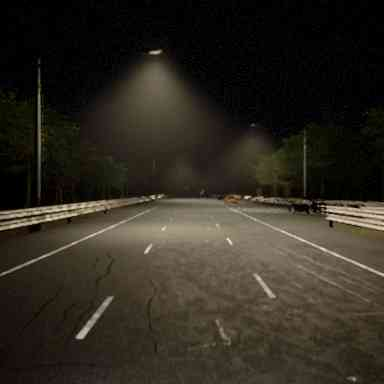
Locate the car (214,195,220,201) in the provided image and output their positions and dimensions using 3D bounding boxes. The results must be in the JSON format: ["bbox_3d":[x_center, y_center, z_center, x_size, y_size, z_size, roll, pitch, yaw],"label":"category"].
[{"bbox_3d":[7.020,1.427,78.872,1.837,1.490,4.892,0,0,0],"label":"car"}]

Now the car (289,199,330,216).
[{"bbox_3d":[11.646,1.483,33.159,2.128,1.511,4.902,0,0,-19],"label":"car"}]

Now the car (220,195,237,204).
[{"bbox_3d":[6.977,1.363,61.267,1.882,1.535,5.008,0,0,-4],"label":"car"}]
